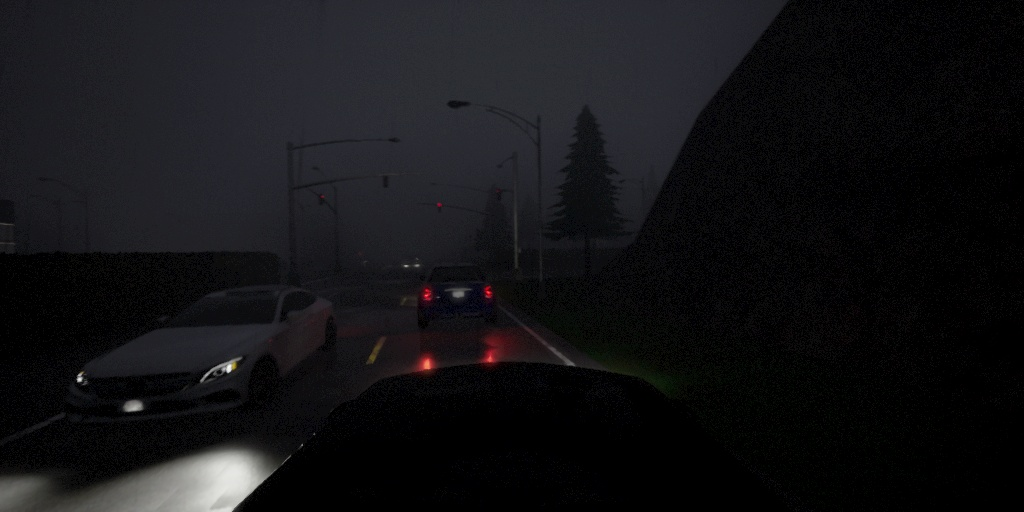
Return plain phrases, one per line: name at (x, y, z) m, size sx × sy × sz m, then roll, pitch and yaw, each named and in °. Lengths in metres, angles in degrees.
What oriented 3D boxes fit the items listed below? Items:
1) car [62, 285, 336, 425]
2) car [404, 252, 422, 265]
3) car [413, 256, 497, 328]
car at (-4.415, 1.271, 6.045) m, size 1.812 × 1.442 × 4.674 m, roll -1°, pitch 1°, yaw -11°
car at (-15.545, 0.449, 55.857) m, size 2.097 × 1.767 × 4.553 m, roll -1°, pitch 1°, yaw -12°
car at (-1.820, 0.972, 11.272) m, size 2.097 × 1.767 × 4.553 m, roll -1°, pitch 1°, yaw -12°
